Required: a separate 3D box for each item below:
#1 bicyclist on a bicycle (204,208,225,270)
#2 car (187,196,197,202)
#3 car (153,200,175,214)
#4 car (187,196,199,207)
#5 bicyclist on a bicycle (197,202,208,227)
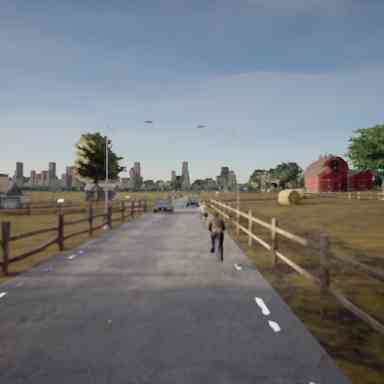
[{"bbox_3d":[0.756,1.428,10.039,0.582,1.620,1.656,0,0,0],"label":"bicyclist on a bicycle"},{"bbox_3d":[0.004,1.541,73.852,1.994,1.385,4.181,0,0,0],"label":"car"},{"bbox_3d":[-2.842,1.505,34.103,1.994,1.385,4.181,0,0,0],"label":"car"},{"bbox_3d":[0.102,1.499,51.662,2.033,1.411,5.357,0,0,0],"label":"car"},{"bbox_3d":[0.733,1.390,20.580,0.866,1.612,1.509,0,0,0],"label":"bicyclist on a bicycle"}]
